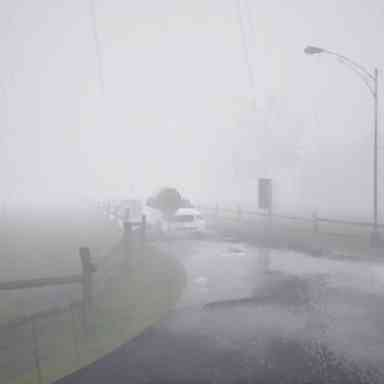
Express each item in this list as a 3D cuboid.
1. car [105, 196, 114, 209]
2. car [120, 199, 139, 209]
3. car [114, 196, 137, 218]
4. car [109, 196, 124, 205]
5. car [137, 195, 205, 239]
[{"bbox_3d":[-9.950,1.530,41.448,2.033,1.411,5.357,1,0,-20],"label":"car"},{"bbox_3d":[-8.893,1.613,47.014,1.895,1.301,4.718,1,0,-21],"label":"car"},{"bbox_3d":[-5.079,1.333,28.280,2.097,1.767,4.553,1,-1,-20],"label":"car"},{"bbox_3d":[-13.563,1.500,59.550,1.882,1.535,5.008,1,0,-21],"label":"car"},{"bbox_3d":[-1.169,1.198,17.767,2.150,2.045,5.566,1,0,-20],"label":"car"}]
